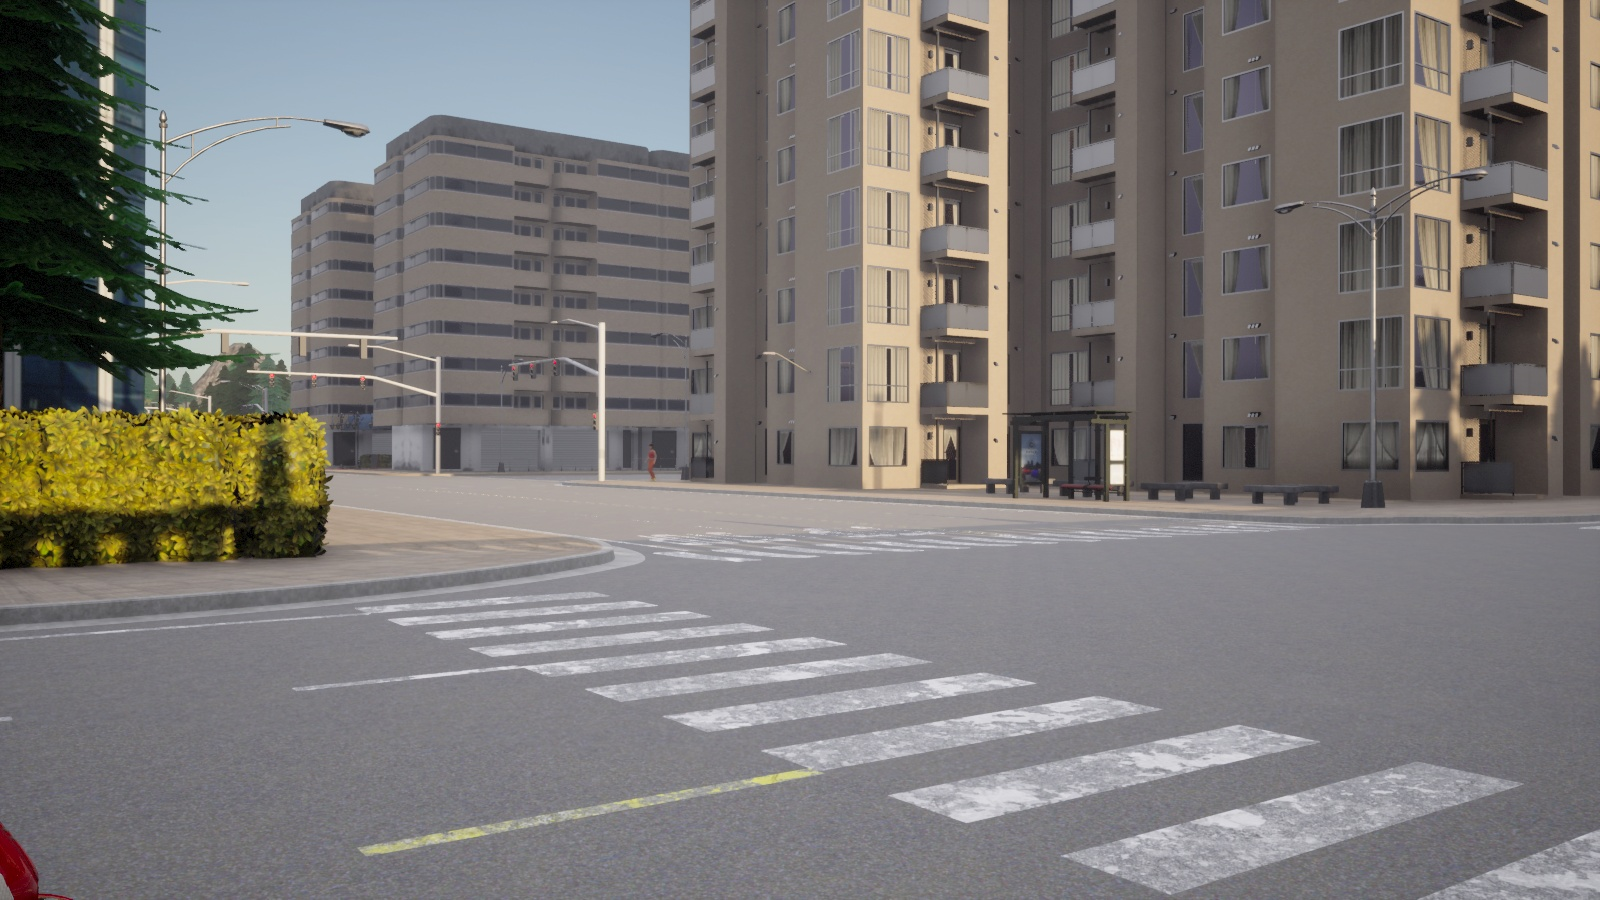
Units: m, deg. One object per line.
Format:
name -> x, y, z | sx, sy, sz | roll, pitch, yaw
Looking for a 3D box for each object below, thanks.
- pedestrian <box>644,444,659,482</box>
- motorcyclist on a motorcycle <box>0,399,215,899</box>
pedestrian -> -7.243, 0.624, 61.254 | 0.594, 1.836, 0.345 | 0, 0, -43
motorcyclist on a motorcycle -> -2.100, 0.708, 2.209 | 1.817, 1.590, 0.866 | 0, 0, -35
